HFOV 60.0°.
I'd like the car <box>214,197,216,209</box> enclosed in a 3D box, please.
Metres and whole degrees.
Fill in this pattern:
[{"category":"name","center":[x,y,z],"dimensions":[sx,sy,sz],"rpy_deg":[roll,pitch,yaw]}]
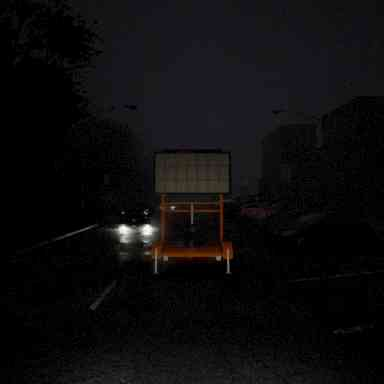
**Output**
[{"category":"car","center":[5.217,1.503,31.754],"dimensions":[5.366,1.575,1.946],"rpy_deg":[1,0,-20]}]

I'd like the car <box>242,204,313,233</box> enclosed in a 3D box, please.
[{"category":"car","center":[5.301,1.518,16.800],"dimensions":[4.792,1.488,2.163],"rpy_deg":[1,0,-20]}]

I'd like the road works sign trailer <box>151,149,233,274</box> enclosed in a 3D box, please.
[{"category":"road works sign trailer","center":[0.007,0.465,10.537],"dimensions":[2.380,3.560,2.880],"rpy_deg":[0,0,0]}]

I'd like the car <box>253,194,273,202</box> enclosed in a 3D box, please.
[{"category":"car","center":[18.531,1.464,86.854],"dimensions":[2.435,2.045,5.566],"rpy_deg":[0,0,-21]}]

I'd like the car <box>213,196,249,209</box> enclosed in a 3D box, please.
[{"category":"car","center":[5.430,1.424,46.828],"dimensions":[4.553,1.767,2.185],"rpy_deg":[1,0,-20]}]

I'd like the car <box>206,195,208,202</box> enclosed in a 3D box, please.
[{"category":"car","center":[5.486,1.584,55.848],"dimensions":[5.008,1.535,2.097],"rpy_deg":[1,-1,-20]}]

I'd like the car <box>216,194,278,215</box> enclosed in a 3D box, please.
[{"category":"car","center":[5.367,1.252,28.796],"dimensions":[5.566,2.045,2.435],"rpy_deg":[1,0,-20]}]

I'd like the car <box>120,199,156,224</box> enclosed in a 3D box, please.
[{"category":"car","center":[-3.959,1.363,24.898],"dimensions":[2.097,1.767,4.553],"rpy_deg":[0,0,0]}]

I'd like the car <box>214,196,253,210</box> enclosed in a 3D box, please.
[{"category":"car","center":[5.417,1.414,43.827],"dimensions":[4.553,1.767,2.185],"rpy_deg":[1,0,-20]}]

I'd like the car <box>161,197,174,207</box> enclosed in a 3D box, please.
[{"category":"car","center":[-3.917,1.571,54.599],"dimensions":[1.882,1.535,5.008],"rpy_deg":[0,0,0]}]

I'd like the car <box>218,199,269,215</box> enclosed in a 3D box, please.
[{"category":"car","center":[5.377,1.545,34.811],"dimensions":[4.792,1.488,2.163],"rpy_deg":[1,0,-20]}]

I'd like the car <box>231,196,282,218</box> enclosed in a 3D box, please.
[{"category":"car","center":[5.384,1.370,22.821],"dimensions":[4.553,1.767,2.185],"rpy_deg":[1,0,-20]}]

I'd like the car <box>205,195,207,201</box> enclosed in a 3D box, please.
[{"category":"car","center":[5.535,1.392,70.886],"dimensions":[5.566,2.045,2.435],"rpy_deg":[1,0,-20]}]

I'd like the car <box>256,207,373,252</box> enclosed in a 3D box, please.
[{"category":"car","center":[5.322,1.528,13.808],"dimensions":[4.674,1.452,2.002],"rpy_deg":[1,0,-20]}]

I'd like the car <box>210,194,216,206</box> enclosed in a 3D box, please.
[{"category":"car","center":[5.397,1.271,37.813],"dimensions":[5.566,2.045,2.435],"rpy_deg":[1,0,-20]}]

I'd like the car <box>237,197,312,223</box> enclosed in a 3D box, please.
[{"category":"car","center":[5.372,1.366,19.820],"dimensions":[4.553,1.767,2.185],"rpy_deg":[1,0,-20]}]

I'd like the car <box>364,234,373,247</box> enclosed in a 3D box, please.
[{"category":"car","center":[5.313,1.487,4.808],"dimensions":[4.892,1.521,2.231],"rpy_deg":[1,0,-20]}]

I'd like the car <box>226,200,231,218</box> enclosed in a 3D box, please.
[{"category":"car","center":[5.360,1.539,25.818],"dimensions":[4.674,1.452,2.002],"rpy_deg":[1,0,-20]}]

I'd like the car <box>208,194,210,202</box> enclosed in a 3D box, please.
[{"category":"car","center":[5.518,1.447,52.845],"dimensions":[4.553,1.767,2.185],"rpy_deg":[1,0,-20]}]
